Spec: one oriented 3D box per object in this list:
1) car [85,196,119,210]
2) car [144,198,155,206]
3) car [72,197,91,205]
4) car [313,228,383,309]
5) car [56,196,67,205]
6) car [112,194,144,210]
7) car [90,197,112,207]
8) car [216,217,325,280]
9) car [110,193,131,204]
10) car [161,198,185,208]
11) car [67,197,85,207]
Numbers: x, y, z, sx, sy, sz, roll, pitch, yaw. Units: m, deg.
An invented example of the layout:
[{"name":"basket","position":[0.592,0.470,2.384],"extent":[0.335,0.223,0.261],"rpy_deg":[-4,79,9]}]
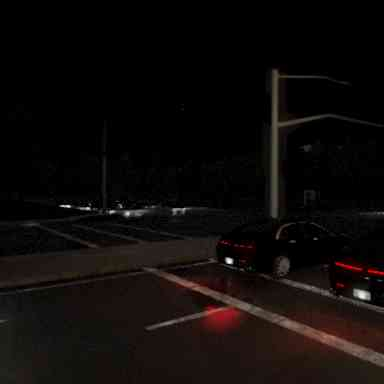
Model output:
[{"name":"car","position":[-11.914,1.607,43.654],"extent":[2.033,1.411,5.357],"rpy_deg":[0,0,-35]},{"name":"car","position":[-8.136,1.701,56.615],"extent":[1.895,1.301,4.718],"rpy_deg":[0,0,-35]},{"name":"car","position":[-20.810,1.622,62.611],"extent":[2.033,1.411,5.357],"rpy_deg":[0,0,-35]},{"name":"car","position":[4.970,1.538,7.231],"extent":[4.892,1.490,1.837],"rpy_deg":[0,0,-35]},{"name":"car","position":[-23.177,1.552,59.860],"extent":[2.128,1.511,4.902],"rpy_deg":[0,0,-35]},{"name":"car","position":[-9.149,1.295,45.792],"extent":[2.150,2.045,5.566],"rpy_deg":[0,0,-36]},{"name":"car","position":[-14.812,1.579,53.926],"extent":[1.837,1.490,4.892],"rpy_deg":[0,0,-35]},{"name":"car","position":[2.958,1.538,10.094],"extent":[4.892,1.490,1.837],"rpy_deg":[0,0,-35]},{"name":"car","position":[-14.103,1.323,65.241],"extent":[2.150,2.045,5.566],"rpy_deg":[0,0,-35]},{"name":"car","position":[-2.921,1.626,49.153],"extent":[1.812,1.442,4.674],"rpy_deg":[0,0,-35]},{"name":"car","position":[-17.405,1.661,51.517],"extent":[1.895,1.301,4.718],"rpy_deg":[0,0,-35]}]
